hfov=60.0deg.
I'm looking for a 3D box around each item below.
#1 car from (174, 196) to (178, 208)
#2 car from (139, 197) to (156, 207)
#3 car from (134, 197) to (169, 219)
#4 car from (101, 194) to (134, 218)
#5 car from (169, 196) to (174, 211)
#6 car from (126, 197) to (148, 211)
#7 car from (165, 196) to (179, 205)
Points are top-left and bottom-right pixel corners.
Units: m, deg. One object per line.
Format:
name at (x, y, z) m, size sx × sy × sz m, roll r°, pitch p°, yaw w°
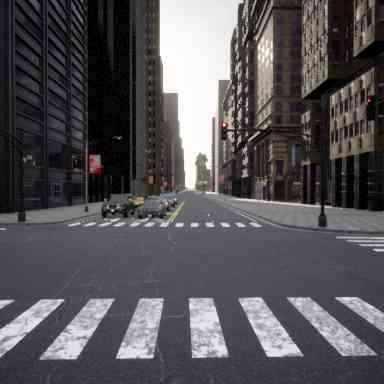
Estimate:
car at (-3.451, 1.500, 48.014) m, size 1.994 × 1.385 × 4.181 m, roll 0°, pitch 0°, yaw -1°
car at (-6.695, 1.495, 50.505) m, size 1.994 × 1.385 × 4.181 m, roll 0°, pitch 0°, yaw 0°
car at (-3.403, 1.322, 29.007) m, size 2.097 × 1.767 × 4.553 m, roll 0°, pitch 0°, yaw 0°
car at (-6.658, 1.189, 30.610) m, size 2.150 × 2.045 × 5.566 m, roll 0°, pitch 0°, yaw 0°
car at (-3.423, 1.480, 37.988) m, size 1.812 × 1.442 × 4.674 m, roll 0°, pitch 0°, yaw 0°
car at (-6.669, 1.427, 40.615) m, size 1.882 × 1.535 × 5.008 m, roll 0°, pitch 0°, yaw 0°
car at (-3.431, 1.464, 58.431) m, size 2.033 × 1.411 × 5.357 m, roll 0°, pitch 0°, yaw 0°
